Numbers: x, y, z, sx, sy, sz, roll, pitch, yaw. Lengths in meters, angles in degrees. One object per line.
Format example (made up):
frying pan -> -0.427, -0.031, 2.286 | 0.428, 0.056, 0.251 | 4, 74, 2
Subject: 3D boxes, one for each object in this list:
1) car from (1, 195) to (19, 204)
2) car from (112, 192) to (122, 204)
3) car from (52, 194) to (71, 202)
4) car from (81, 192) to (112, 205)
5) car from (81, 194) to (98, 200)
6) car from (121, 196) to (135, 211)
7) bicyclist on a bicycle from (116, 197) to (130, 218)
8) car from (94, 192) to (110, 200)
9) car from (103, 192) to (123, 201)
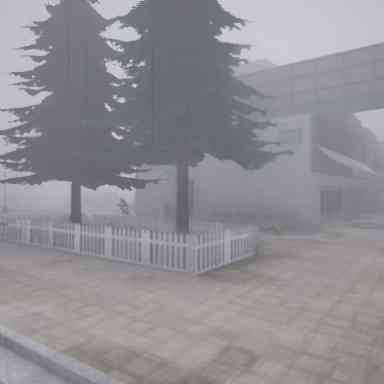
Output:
car -> -31.838, 1.221, 58.034 | 3.633, 1.501, 1.845 | 0, 0, 36
car -> -13.340, 1.009, 52.625 | 3.866, 1.878, 1.905 | 0, 0, 36
car -> -25.921, 1.200, 66.087 | 4.514, 1.523, 2.007 | 0, 0, 36
car -> -14.717, 1.030, 50.033 | 4.605, 1.855, 1.932 | 0, 0, 36
car -> -24.890, 1.250, 80.699 | 3.806, 1.475, 1.970 | 0, 0, 36
car -> -5.616, 1.431, 39.337 | 2.128, 1.511, 4.902 | 0, 0, 36
bicyclist on a bicycle -> -5.558, 1.252, 26.713 | 1.656, 1.620, 0.582 | 0, 0, 36
car -> -22.438, 0.967, 83.026 | 3.866, 1.878, 1.905 | 0, 0, 36
car -> -18.013, 1.001, 75.738 | 4.605, 1.855, 1.932 | 0, 0, 36
